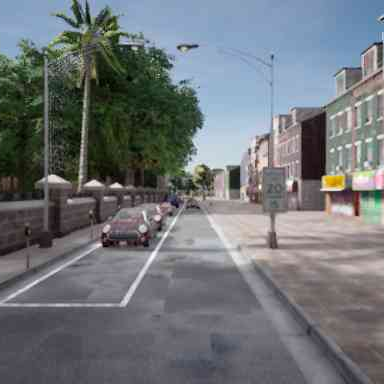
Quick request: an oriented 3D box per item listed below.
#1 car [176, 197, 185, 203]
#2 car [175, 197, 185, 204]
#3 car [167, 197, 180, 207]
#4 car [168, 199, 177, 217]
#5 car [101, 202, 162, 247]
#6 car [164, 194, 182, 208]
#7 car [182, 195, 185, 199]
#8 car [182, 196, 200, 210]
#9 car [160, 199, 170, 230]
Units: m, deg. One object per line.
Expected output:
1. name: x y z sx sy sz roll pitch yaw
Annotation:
1. car: -2.644 1.764 77.307 1.947 1.339 4.313 0 0 0
2. car: -2.643 1.720 71.618 2.008 1.369 4.403 0 0 0
3. car: -3.019 1.603 55.338 1.837 1.490 4.892 0 0 0
4. car: -2.641 1.610 31.798 1.802 1.307 4.206 0 0 0
5. car: -2.640 1.443 14.732 1.967 1.590 4.097 0 0 0
6. car: -2.979 1.302 48.368 2.150 2.045 5.566 0 0 0
7. car: -2.643 1.688 65.930 1.887 1.381 4.507 0 0 0
8. car: 0.099 1.614 43.988 2.033 1.411 5.357 0 0 -1
9. car: -2.639 1.449 20.420 1.967 1.590 4.097 0 0 0
